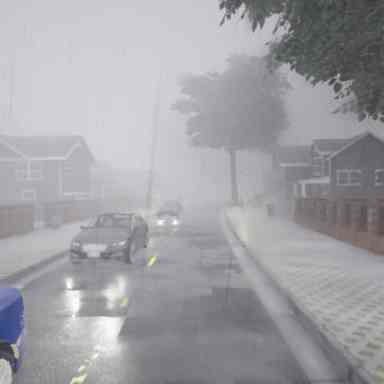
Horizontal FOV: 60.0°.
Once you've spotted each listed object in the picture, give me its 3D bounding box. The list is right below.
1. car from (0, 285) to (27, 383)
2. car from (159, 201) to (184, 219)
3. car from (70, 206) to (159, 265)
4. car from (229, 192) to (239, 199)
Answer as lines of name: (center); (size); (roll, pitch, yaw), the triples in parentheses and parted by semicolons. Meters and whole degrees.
car: (-2.790, 1.501, 1.751); (1.882, 1.535, 5.008); (-1, 0, -1)
car: (-1.780, 1.460, 28.841); (2.033, 1.411, 5.357); (-1, 0, 5)
car: (-2.676, 1.475, 11.749); (2.128, 1.511, 4.902); (-1, 0, 2)
car: (11.441, 0.906, 92.581); (2.150, 2.045, 5.566); (-1, 0, 12)
